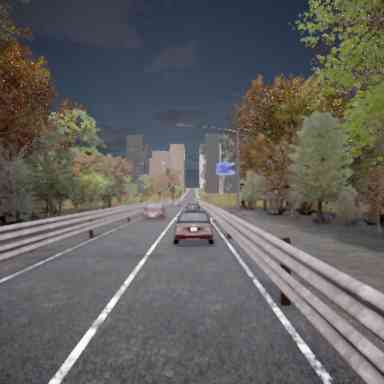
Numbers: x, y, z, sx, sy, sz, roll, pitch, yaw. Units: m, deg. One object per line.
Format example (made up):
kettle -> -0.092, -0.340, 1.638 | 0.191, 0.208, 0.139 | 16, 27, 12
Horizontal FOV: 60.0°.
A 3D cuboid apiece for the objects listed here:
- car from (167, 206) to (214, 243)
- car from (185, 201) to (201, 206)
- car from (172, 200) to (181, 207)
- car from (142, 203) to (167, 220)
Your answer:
car -> 0.080, 1.629, 16.449 | 2.033, 1.411, 5.357 | 0, 0, 0
car -> 0.100, 1.925, 42.956 | 2.128, 1.511, 4.902 | 0, -1, 0
car -> -3.260, 2.377, 71.364 | 2.128, 1.511, 4.902 | 0, -1, 0
car -> -3.340, 1.761, 30.457 | 1.812, 1.442, 4.674 | 0, -1, 0
